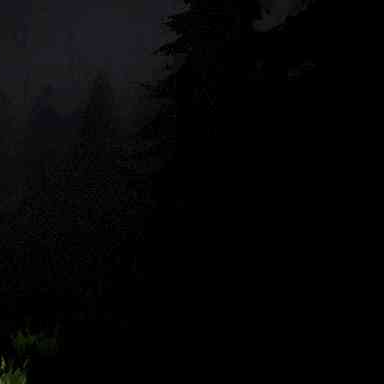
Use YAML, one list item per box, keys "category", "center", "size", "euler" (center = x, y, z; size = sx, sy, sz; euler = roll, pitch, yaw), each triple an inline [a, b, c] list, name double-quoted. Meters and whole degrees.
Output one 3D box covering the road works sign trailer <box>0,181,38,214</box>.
- category: "road works sign trailer"
  center: [-10.981, 1.054, 21.653]
  size: [2.880, 2.380, 3.560]
  euler: [44, -16, -20]
